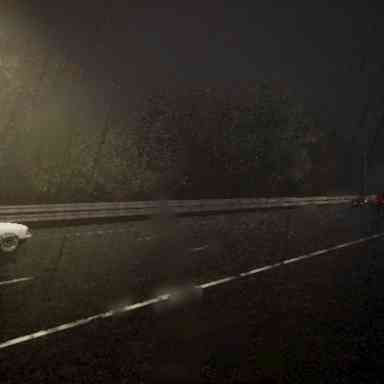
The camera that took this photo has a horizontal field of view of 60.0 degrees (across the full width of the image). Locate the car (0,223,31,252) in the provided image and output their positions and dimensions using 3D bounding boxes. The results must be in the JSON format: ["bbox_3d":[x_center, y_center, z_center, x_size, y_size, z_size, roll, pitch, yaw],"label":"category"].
[{"bbox_3d":[-8.220,1.485,11.424,4.718,1.301,1.895,0,0,-44],"label":"car"}]

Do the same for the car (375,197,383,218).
[{"bbox_3d":[16.230,1.325,25.575,4.902,1.511,2.128,0,0,-44],"label":"car"}]

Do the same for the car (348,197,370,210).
[{"bbox_3d":[20.246,1.307,39.308,5.357,1.411,2.033,0,0,-44],"label":"car"}]

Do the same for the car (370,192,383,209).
[{"bbox_3d":[21.327,1.005,35.465,5.566,2.045,2.150,0,1,-44],"label":"car"}]
